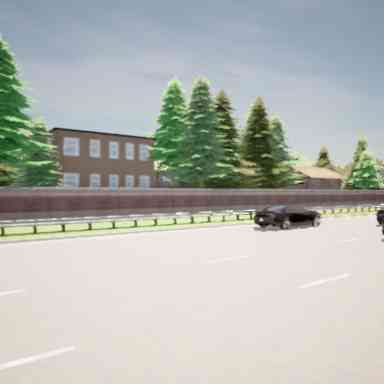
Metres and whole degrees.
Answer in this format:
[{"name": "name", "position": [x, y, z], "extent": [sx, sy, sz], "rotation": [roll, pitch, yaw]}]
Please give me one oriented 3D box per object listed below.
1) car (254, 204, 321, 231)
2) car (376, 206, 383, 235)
[{"name": "car", "position": [6.092, 1.482, 20.993], "extent": [5.008, 1.535, 1.882], "rotation": [0, 0, -36]}, {"name": "car", "position": [10.871, 1.510, 15.807], "extent": [4.892, 1.490, 1.837], "rotation": [0, 0, -36]}]
